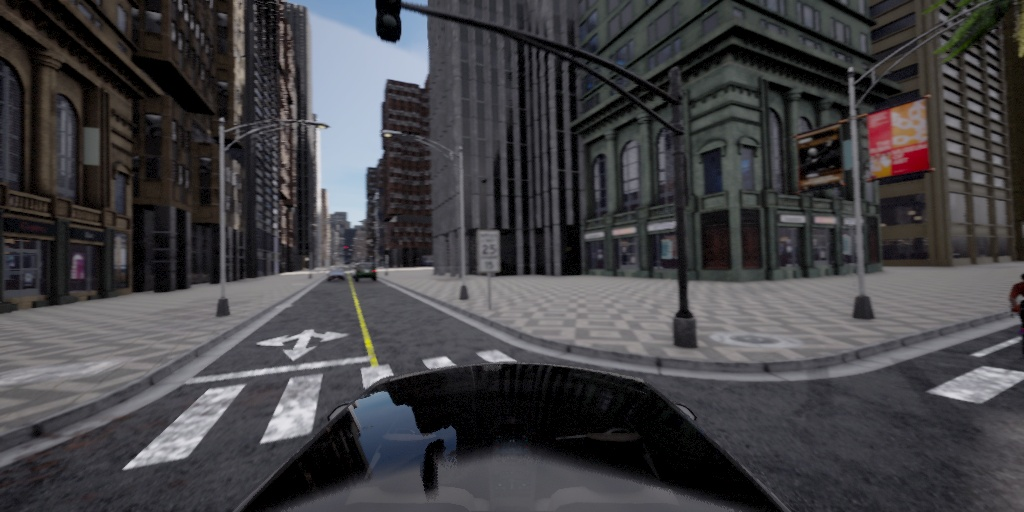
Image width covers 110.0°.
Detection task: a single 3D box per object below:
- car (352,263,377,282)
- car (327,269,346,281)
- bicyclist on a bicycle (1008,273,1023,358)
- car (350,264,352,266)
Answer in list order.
[{"bbox_3d":[-16.409,1.789,40.245,2.150,2.045,5.566,-1,-1,-24],"label":"car"},{"bbox_3d":[-21.180,2.256,43.356,2.033,1.411,5.357,-1,-1,-25],"label":"car"},{"bbox_3d":[9.527,1.106,6.533,1.656,1.620,0.582,-2,-1,-25],"label":"bicyclist on a bicycle"},{"bbox_3d":[-20.755,1.997,49.563,2.150,2.045,5.566,-1,-1,-25],"label":"car"}]
